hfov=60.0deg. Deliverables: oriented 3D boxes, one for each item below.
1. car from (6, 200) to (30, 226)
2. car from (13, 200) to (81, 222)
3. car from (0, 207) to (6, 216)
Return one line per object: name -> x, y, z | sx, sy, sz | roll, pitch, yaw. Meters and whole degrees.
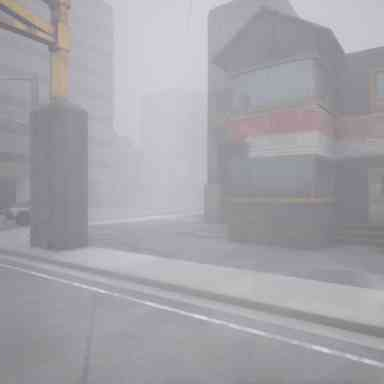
car -> -9.766, 1.397, 22.767 | 2.038, 1.542, 4.974 | 0, 0, 15
car -> -9.753, 1.239, 22.816 | 1.853, 1.218, 4.536 | 0, 0, 15
car -> -12.923, 1.233, 25.466 | 4.536, 1.218, 1.853 | 0, 0, -30
